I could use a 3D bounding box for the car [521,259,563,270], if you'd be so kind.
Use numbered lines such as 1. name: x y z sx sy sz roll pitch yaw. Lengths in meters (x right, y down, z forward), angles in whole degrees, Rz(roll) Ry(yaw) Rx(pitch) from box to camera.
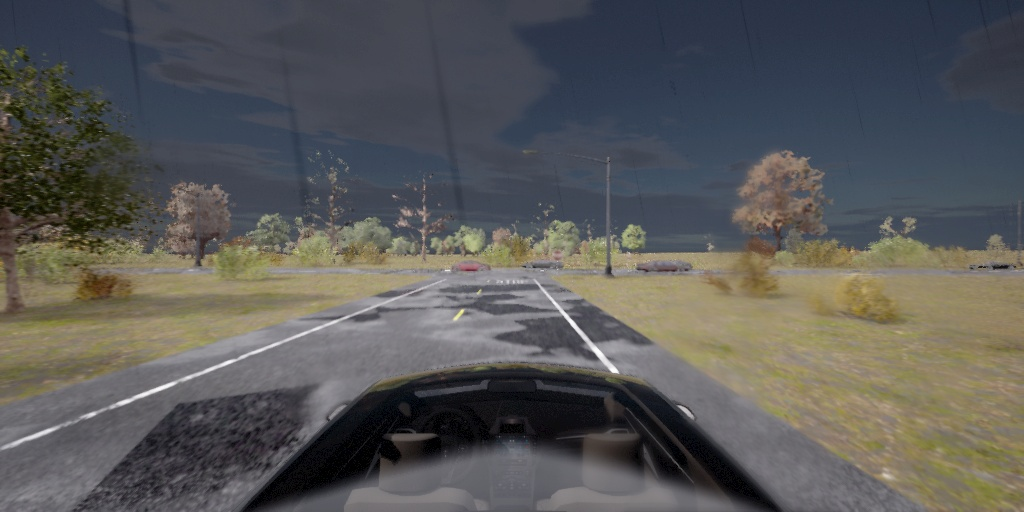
1. car: 3.857 1.094 45.896 5.357 1.411 2.033 0 0 -2

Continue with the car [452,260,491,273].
1. car: -4.386 1.123 38.698 4.181 1.385 1.994 0 0 -1

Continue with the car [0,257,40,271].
1. car: -52.352 0.815 37.312 5.008 1.535 1.882 0 0 -2

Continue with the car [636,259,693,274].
1. car: 16.410 1.178 39.244 5.357 1.411 2.033 0 0 -2

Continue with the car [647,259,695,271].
1. car: 20.460 1.155 46.376 5.357 1.411 2.033 0 0 -2
